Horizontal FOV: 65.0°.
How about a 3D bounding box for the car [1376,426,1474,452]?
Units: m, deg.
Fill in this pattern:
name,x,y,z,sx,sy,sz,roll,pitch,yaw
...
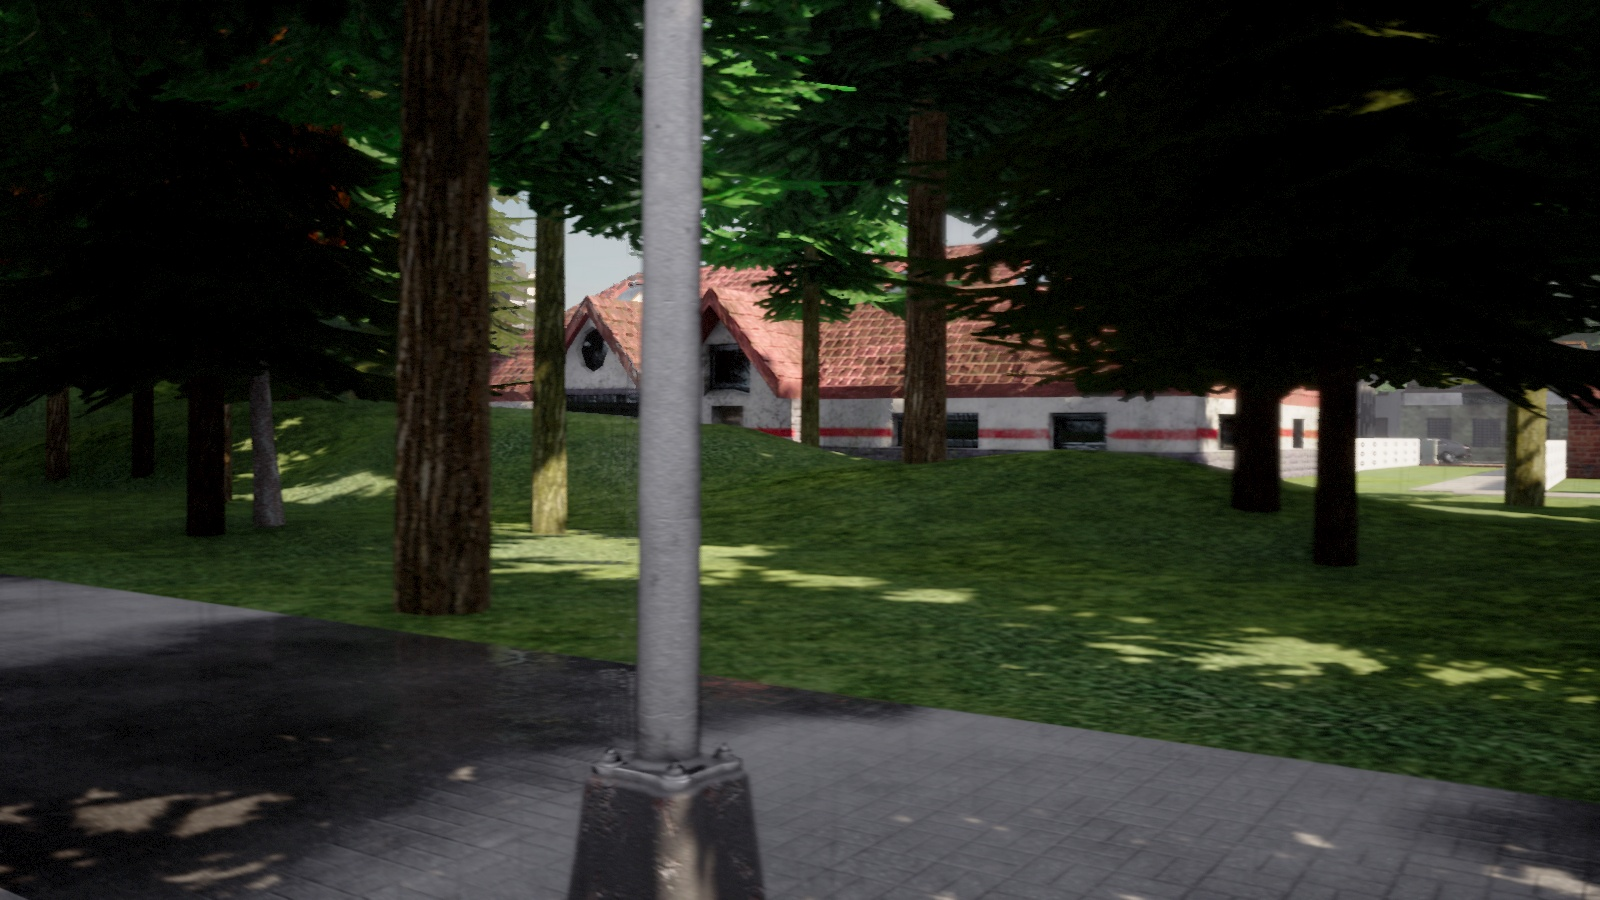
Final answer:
name,x,y,z,sx,sy,sz,roll,pitch,yaw
car,36.665,-0.651,73.706,4.902,1.511,2.128,0,1,34
